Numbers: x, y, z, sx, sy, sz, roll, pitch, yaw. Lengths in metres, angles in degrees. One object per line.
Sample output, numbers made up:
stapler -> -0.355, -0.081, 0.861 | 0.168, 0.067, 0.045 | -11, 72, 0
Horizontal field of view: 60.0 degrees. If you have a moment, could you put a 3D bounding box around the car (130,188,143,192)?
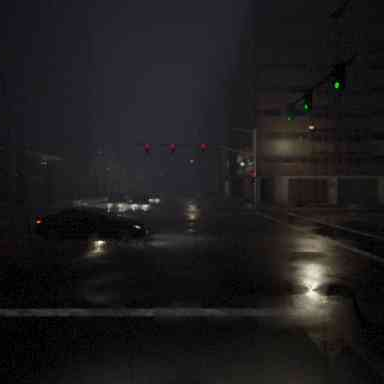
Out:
car -> -10.613, 0.275, 63.714 | 2.150, 2.045, 5.566 | 0, 1, 0

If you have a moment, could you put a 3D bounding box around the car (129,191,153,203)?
car -> -7.154, 0.901, 47.068 | 1.895, 1.301, 4.718 | 0, 1, 0

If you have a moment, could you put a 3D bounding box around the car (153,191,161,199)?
car -> -7.119, 0.536, 64.329 | 2.128, 1.511, 4.902 | 0, 1, 0

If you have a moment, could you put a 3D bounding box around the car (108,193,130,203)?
car -> -10.654, 0.820, 47.543 | 1.812, 1.442, 4.674 | 0, 1, 0

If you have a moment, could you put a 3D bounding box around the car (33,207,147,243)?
car -> -4.254, 1.368, 14.184 | 4.674, 1.442, 1.812 | 1, 1, -1
